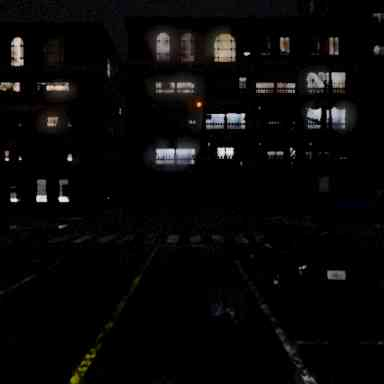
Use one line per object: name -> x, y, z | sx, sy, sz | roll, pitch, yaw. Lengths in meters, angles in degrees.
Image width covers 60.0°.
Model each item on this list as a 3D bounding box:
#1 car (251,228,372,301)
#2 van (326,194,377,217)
car -> 2.584, 1.502, 8.019 | 1.947, 1.339, 4.313 | 1, 0, 0
van -> 13.120, 1.076, 27.577 | 3.998, 1.788, 1.690 | 0, 0, 0
